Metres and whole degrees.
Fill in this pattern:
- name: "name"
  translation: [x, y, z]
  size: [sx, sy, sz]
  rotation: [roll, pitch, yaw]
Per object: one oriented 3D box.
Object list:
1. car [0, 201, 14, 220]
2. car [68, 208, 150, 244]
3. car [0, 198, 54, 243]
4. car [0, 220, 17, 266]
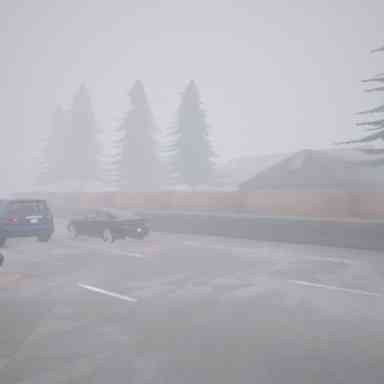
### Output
- name: "car"
  translation: [-17.923, 1.644, 30.098]
  size: [2.128, 1.511, 4.902]
  rotation: [0, 0, -42]
- name: "car"
  translation: [-4.232, 1.556, 16.494]
  size: [5.008, 1.535, 1.882]
  rotation: [0, 0, 41]
- name: "car"
  translation: [-8.573, 1.300, 15.634]
  size: [5.566, 2.045, 2.150]
  rotation: [0, 0, 42]
- name: "car"
  translation: [-7.557, 1.600, 10.075]
  size: [5.357, 1.411, 2.033]
  rotation: [0, 0, 40]
